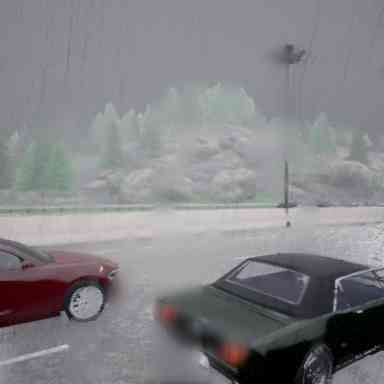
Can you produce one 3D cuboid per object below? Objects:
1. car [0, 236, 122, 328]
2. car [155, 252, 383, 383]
[{"bbox_3d":[-3.619,1.433,5.431,5.008,1.535,1.882,0,0,-35],"label":"car"},{"bbox_3d":[1.942,1.615,5.036,4.718,1.301,1.895,1,0,-34],"label":"car"}]
